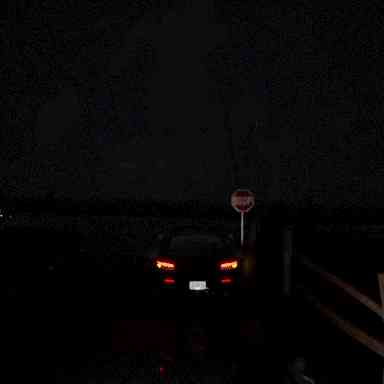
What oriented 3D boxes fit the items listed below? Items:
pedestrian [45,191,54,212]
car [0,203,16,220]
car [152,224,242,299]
[{"bbox_3d":[-12.037,0.778,27.990,0.375,1.860,0.375,0,1,0],"label":"pedestrian"},{"bbox_3d":[-14.225,0.981,22.059,4.553,1.767,2.097,2,3,0],"label":"car"},{"bbox_3d":[0.091,1.519,8.305,1.812,1.442,4.674,0,0,0],"label":"car"}]
